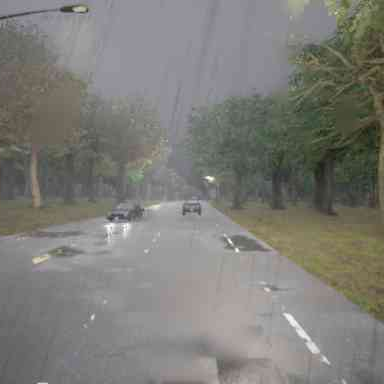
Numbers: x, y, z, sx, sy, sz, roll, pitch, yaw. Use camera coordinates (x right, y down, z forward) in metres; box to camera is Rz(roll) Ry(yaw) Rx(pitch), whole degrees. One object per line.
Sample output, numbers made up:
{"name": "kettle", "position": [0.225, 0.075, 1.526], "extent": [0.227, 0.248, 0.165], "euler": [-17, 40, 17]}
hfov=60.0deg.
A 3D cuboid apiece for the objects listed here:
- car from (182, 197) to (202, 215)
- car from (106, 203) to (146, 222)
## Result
{"name": "car", "position": [-0.009, 1.554, 35.232], "extent": [2.128, 1.511, 4.902], "euler": [0, 0, 0]}
{"name": "car", "position": [-5.220, 1.587, 27.114], "extent": [2.033, 1.411, 5.357], "euler": [0, 0, 7]}
